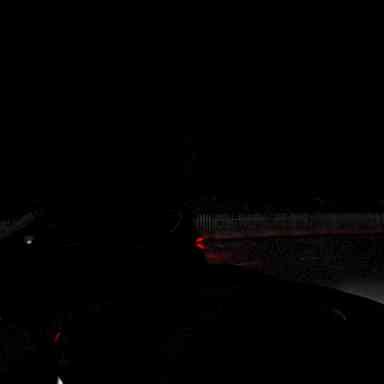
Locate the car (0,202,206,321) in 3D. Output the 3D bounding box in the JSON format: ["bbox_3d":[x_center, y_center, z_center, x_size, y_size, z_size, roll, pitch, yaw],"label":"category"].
[{"bbox_3d":[-2.334,1.224,6.386,5.566,2.045,2.150,0,-1,-31],"label":"car"}]

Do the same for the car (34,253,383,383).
[{"bbox_3d":[0.648,1.578,3.765,4.181,1.385,1.994,1,0,-31],"label":"car"}]

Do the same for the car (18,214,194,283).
[{"bbox_3d":[-2.536,1.518,10.168,4.892,1.490,1.837,0,-1,-28],"label":"car"}]
